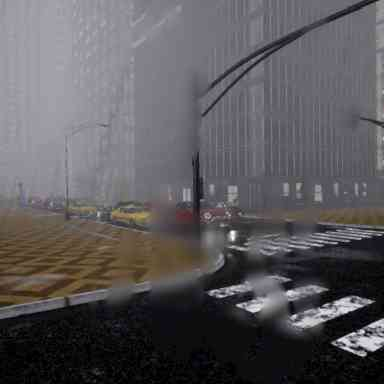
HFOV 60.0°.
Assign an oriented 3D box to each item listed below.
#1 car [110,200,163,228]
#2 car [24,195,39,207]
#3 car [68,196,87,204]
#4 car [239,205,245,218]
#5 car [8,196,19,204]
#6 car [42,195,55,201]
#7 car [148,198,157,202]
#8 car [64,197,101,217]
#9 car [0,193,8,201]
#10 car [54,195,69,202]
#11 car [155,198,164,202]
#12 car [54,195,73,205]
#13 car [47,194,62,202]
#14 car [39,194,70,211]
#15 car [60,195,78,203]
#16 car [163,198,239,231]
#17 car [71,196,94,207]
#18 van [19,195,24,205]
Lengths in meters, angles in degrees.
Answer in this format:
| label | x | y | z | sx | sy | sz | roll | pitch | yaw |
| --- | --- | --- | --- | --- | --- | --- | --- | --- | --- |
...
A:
| label | x | y | z | sx | sy | sz | roll | pitch | yaw |
| --- | --- | --- | --- | --- | --- | --- | --- | --- | --- |
| car | -4.055 | 1.552 | 22.813 | 1.752 | 1.417 | 4.829 | -1 | 1 | -36 |
| car | -23.523 | 1.411 | 50.090 | 1.967 | 1.590 | 4.097 | -1 | 1 | -36 |
| car | -20.371 | 1.388 | 59.204 | 1.887 | 1.381 | 4.507 | -1 | 1 | -36 |
| car | 2.452 | 1.455 | 27.704 | 2.008 | 1.369 | 4.403 | -1 | 1 | -36 |
| car | -33.258 | 1.493 | 63.623 | 2.008 | 1.369 | 4.403 | -1 | 1 | -36 |
| car | -33.453 | 1.331 | 77.384 | 1.752 | 1.417 | 4.829 | -1 | 1 | -36 |
| car | -5.321 | 1.483 | 29.013 | 1.837 | 1.490 | 4.892 | -1 | 1 | -36 |
| car | -10.490 | 1.533 | 31.877 | 1.752 | 1.417 | 4.829 | -1 | 1 | -36 |
| car | -46.240 | 1.449 | 81.666 | 1.887 | 1.381 | 4.507 | -1 | 1 | -36 |
| car | -26.862 | 1.407 | 68.225 | 1.802 | 1.307 | 4.206 | -1 | 1 | -36 |
| car | -4.098 | 1.328 | 36.684 | 1.967 | 1.590 | 4.097 | -1 | 1 | -36 |
| car | -22.417 | 1.358 | 57.838 | 1.882 | 1.535 | 5.008 | -1 | 1 | -35 |
| car | -30.108 | 1.255 | 72.735 | 1.967 | 1.590 | 4.097 | -1 | 1 | -36 |
| car | -17.032 | 1.429 | 41.068 | 1.967 | 1.590 | 4.097 | -1 | 1 | -36 |
| car | -23.617 | 1.385 | 63.714 | 2.008 | 1.369 | 4.403 | -1 | 1 | -36 |
| car | 0.445 | 1.346 | 20.992 | 2.097 | 1.767 | 4.553 | -1 | 1 | -36 |
| car | -16.369 | 1.402 | 49.419 | 1.837 | 1.490 | 4.892 | -1 | 1 | -36 |
| van | -26.769 | 1.302 | 54.600 | 1.690 | 1.788 | 3.998 | -1 | 1 | -36 |
